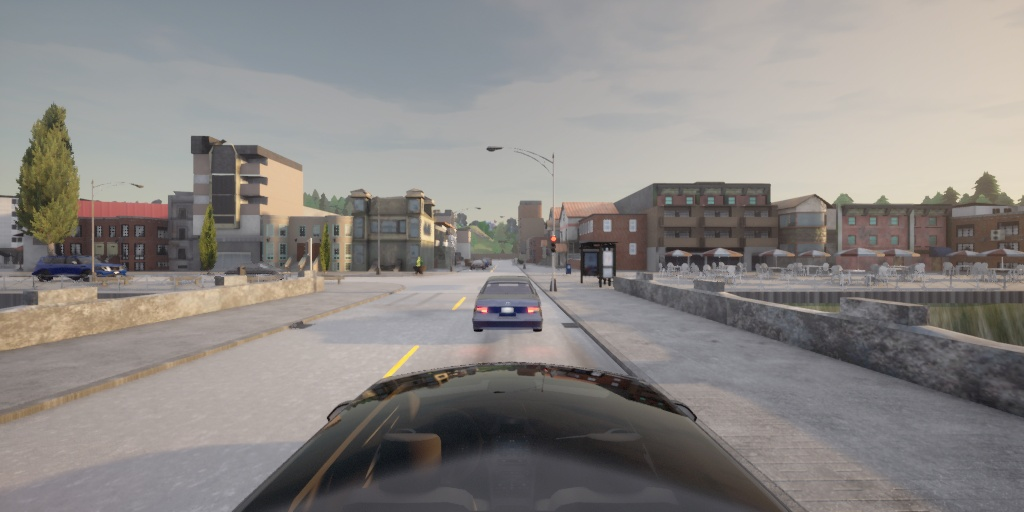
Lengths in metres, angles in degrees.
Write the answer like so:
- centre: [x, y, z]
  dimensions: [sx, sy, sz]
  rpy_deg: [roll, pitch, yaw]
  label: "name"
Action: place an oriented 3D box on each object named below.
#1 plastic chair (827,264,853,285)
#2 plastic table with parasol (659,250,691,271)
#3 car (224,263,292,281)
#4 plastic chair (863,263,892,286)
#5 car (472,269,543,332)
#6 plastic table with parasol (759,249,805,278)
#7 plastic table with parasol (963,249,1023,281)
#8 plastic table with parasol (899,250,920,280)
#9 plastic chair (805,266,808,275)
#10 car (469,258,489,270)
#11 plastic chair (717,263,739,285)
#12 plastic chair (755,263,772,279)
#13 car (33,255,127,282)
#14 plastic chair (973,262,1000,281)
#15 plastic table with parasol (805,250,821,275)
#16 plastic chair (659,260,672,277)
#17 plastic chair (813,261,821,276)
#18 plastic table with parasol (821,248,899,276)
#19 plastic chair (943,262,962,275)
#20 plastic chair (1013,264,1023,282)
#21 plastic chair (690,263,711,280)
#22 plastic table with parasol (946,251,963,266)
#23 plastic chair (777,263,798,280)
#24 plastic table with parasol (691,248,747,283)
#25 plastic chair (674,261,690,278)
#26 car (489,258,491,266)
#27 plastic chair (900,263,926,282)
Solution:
- centre: [22.222, 1.279, 24.282]
  dimensions: [0.730, 1.272, 0.750]
  rpy_deg: [0, 0, -1]
  label: "plastic chair"
- centre: [15.402, 0.675, 33.359]
  dimensions: [2.482, 2.480, 2.482]
  rpy_deg: [0, 0, -1]
  label: "plastic table with parasol"
- centre: [-20.135, 1.276, 28.487]
  dimensions: [4.674, 1.442, 1.812]
  rpy_deg: [0, 0, -1]
  label: "car"
- centre: [23.343, 1.279, 22.899]
  dimensions: [0.750, 1.272, 0.730]
  rpy_deg: [0, 0, -1]
  label: "plastic chair"
- centre: [-0.113, 1.297, 10.810]
  dimensions: [2.033, 1.411, 5.357]
  rpy_deg: [0, 0, 0]
  label: "car"
- centre: [22.427, 0.675, 30.436]
  dimensions: [2.482, 2.480, 2.482]
  rpy_deg: [0, 0, -1]
  label: "plastic table with parasol"
- centre: [37.367, 0.675, 27.325]
  dimensions: [2.482, 2.480, 2.482]
  rpy_deg: [0, 0, -1]
  label: "plastic table with parasol"
- centre: [30.073, 0.675, 28.183]
  dimensions: [2.482, 2.480, 2.482]
  rpy_deg: [0, 0, -1]
  label: "plastic table with parasol"
- centre: [28.254, 1.279, 35.276]
  dimensions: [0.730, 1.272, 0.750]
  rpy_deg: [0, 0, -1]
  label: "plastic chair"
- centre: [-4.912, 1.276, 52.433]
  dimensions: [1.812, 1.442, 4.674]
  rpy_deg: [0, 0, 1]
  label: "car"
- centre: [14.621, 1.279, 24.266]
  dimensions: [0.750, 1.272, 0.730]
  rpy_deg: [0, 0, -1]
  label: "plastic chair"
- centre: [21.227, 1.279, 30.468]
  dimensions: [0.730, 1.272, 0.750]
  rpy_deg: [0, 0, -1]
  label: "plastic chair"
- centre: [-33.974, 0.973, 28.264]
  dimensions: [5.566, 2.045, 2.150]
  rpy_deg: [0, 0, -1]
  label: "car"
- centre: [36.238, 1.279, 27.395]
  dimensions: [0.730, 1.272, 0.750]
  rpy_deg: [0, 0, -1]
  label: "plastic chair"
- centre: [29.684, 0.675, 35.268]
  dimensions: [2.482, 2.480, 2.482]
  rpy_deg: [0, 0, -1]
  label: "plastic table with parasol"
- centre: [14.180, 1.279, 33.460]
  dimensions: [0.730, 1.272, 0.750]
  rpy_deg: [0, 0, -1]
  label: "plastic chair"
- centre: [29.375, 1.279, 33.893]
  dimensions: [0.750, 1.272, 0.730]
  rpy_deg: [0, 0, -1]
  label: "plastic chair"
- centre: [23.422, 0.675, 24.251]
  dimensions: [2.482, 2.480, 2.482]
  rpy_deg: [0, 0, -1]
  label: "plastic table with parasol"
- centre: [44.935, 1.279, 36.632]
  dimensions: [0.730, 1.272, 0.750]
  rpy_deg: [0, 0, -1]
  label: "plastic chair"
- centre: [37.397, 1.279, 26.015]
  dimensions: [0.750, 1.272, 0.730]
  rpy_deg: [0, 0, -1]
  label: "plastic chair"
- centre: [13.500, 1.279, 25.649]
  dimensions: [0.730, 1.272, 0.750]
  rpy_deg: [0, 0, -1]
  label: "plastic chair"
- centre: [46.137, 0.675, 36.530]
  dimensions: [2.482, 2.480, 2.482]
  rpy_deg: [0, 0, -1]
  label: "plastic table with parasol"
- centre: [22.348, 1.279, 29.085]
  dimensions: [0.750, 1.272, 0.730]
  rpy_deg: [0, 0, -1]
  label: "plastic chair"
- centre: [14.772, 0.675, 25.528]
  dimensions: [2.482, 2.480, 2.482]
  rpy_deg: [0, 0, -1]
  label: "plastic table with parasol"
- centre: [15.301, 1.279, 32.077]
  dimensions: [0.750, 1.272, 0.730]
  rpy_deg: [0, 0, -1]
  label: "plastic chair"
- centre: [-5.033, 1.228, 61.671]
  dimensions: [1.882, 1.535, 5.008]
  rpy_deg: [0, 0, -1]
  label: "car"
- centre: [30.082, 1.279, 26.903]
  dimensions: [0.750, 1.272, 0.730]
  rpy_deg: [0, 0, -1]
  label: "plastic chair"
